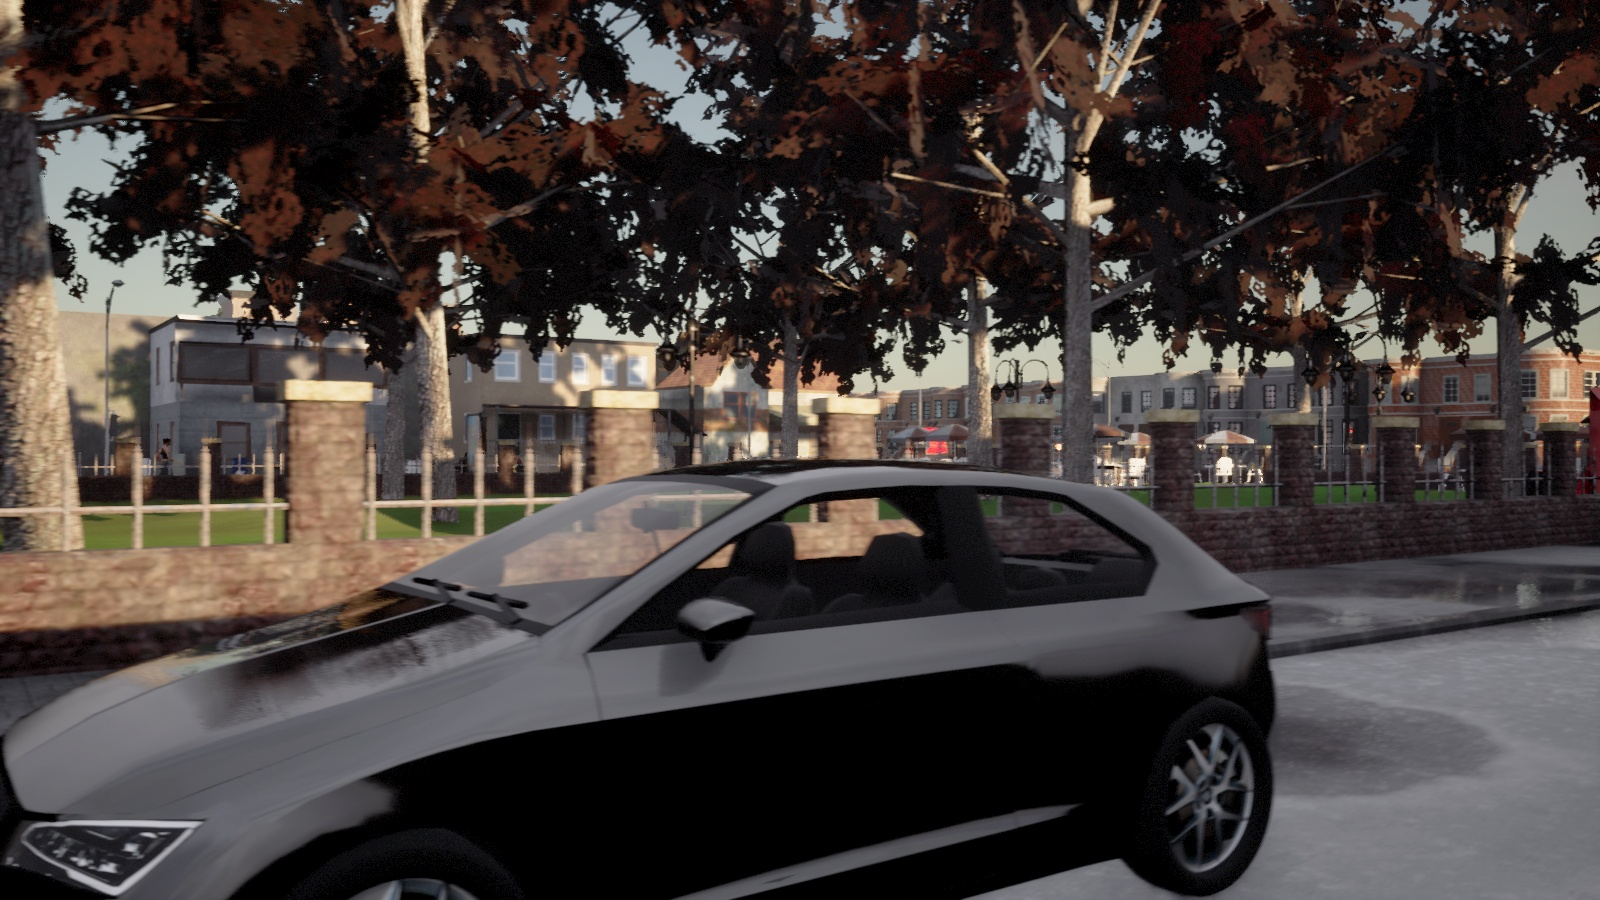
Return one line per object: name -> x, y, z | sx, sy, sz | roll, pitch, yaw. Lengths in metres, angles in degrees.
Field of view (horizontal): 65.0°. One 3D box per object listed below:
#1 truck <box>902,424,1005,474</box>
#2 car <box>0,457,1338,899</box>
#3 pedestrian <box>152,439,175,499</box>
truck -> 10.913, -0.039, 90.201 | 2.891, 3.462, 7.936 | 0, 0, -34
car -> -0.314, 0.769, 4.050 | 4.193, 1.474, 1.816 | 0, 0, -35
pedestrian -> -19.821, 0.592, 39.129 | 0.594, 1.836, 0.345 | 0, 0, -35
